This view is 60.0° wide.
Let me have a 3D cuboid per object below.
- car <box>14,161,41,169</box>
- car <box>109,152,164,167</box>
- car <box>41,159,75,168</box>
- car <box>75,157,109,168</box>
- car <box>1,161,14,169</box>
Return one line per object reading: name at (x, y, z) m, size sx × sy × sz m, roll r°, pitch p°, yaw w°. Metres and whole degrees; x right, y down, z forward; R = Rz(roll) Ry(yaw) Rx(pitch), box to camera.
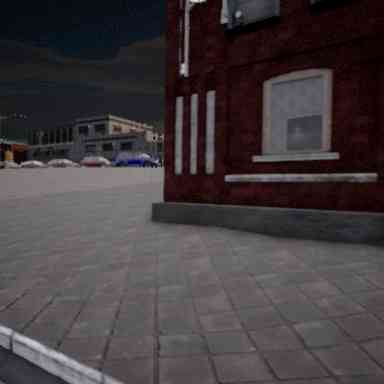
car at (-20.901, -3.444, 44.242) m, size 4.674 × 1.452 × 2.002 m, roll 1°, pitch 1°, yaw 28°
car at (-5.886, -3.360, 37.006) m, size 5.566 × 2.045 × 2.435 m, roll 2°, pitch 1°, yaw 25°
car at (-16.069, -3.380, 41.785) m, size 4.892 × 1.521 × 2.231 m, roll 1°, pitch 1°, yaw 27°
car at (-10.987, -3.381, 39.344) m, size 4.553 × 1.767 × 2.185 m, roll 1°, pitch 1°, yaw 26°
car at (-25.765, -3.558, 46.849) m, size 4.792 × 1.488 × 2.163 m, roll 1°, pitch 1°, yaw 29°
